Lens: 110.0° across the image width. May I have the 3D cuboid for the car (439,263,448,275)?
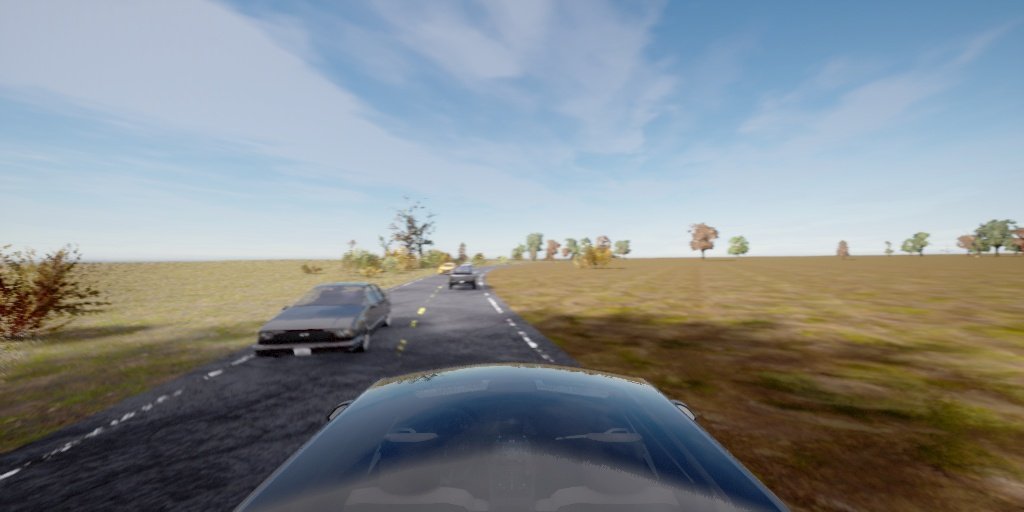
[{"bbox_3d":[-8.379,1.690,47.454,1.882,1.535,5.008,0,0,-2],"label":"car"}]

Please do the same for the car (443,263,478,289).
[{"bbox_3d":[-3.465,1.481,25.477,2.128,1.511,4.902,0,0,-7],"label":"car"}]

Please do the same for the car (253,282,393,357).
[{"bbox_3d":[-4.308,1.393,9.211,2.033,1.411,5.357,0,0,-10],"label":"car"}]
